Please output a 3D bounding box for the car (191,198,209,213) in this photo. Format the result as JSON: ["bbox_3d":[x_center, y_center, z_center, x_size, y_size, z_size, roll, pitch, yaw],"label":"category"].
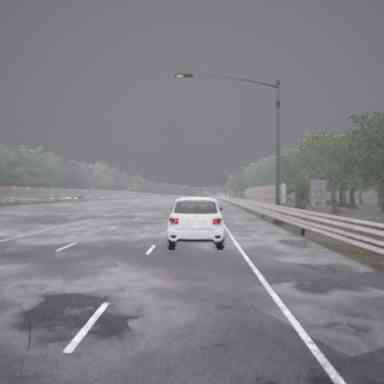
[{"bbox_3d":[0.995,1.513,38.371,1.882,1.535,5.008,0,0,2],"label":"car"}]

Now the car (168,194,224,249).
[{"bbox_3d":[0.193,1.225,14.637,2.150,2.045,5.566,0,0,1],"label":"car"}]

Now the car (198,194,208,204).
[{"bbox_3d":[2.483,1.429,73.011,2.150,2.045,5.566,0,0,2],"label":"car"}]
